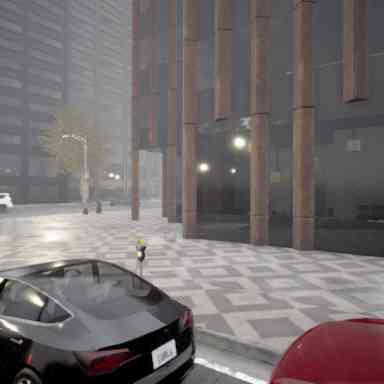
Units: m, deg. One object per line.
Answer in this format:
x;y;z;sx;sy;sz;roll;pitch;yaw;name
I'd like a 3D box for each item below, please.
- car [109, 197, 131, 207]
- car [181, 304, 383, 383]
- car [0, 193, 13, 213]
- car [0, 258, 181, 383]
-10.258;1.475;49.363;1.994;1.385;4.181;0;0;36;car
2.637;1.315;1.079;5.009;1.841;2.192;0;0;36;car
-21.318;1.167;33.815;2.150;2.045;5.566;0;1;35;car
-1.949;1.565;4.355;4.313;1.339;1.947;0;0;36;car
